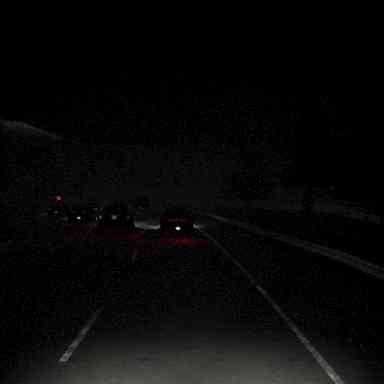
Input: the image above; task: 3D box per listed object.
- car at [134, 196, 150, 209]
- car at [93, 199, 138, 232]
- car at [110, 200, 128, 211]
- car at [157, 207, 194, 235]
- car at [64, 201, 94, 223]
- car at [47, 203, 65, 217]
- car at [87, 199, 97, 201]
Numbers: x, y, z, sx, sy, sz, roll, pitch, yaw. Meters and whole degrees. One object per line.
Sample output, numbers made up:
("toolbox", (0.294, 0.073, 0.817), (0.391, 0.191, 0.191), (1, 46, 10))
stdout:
("car", (-8.244, 1.707, 52.862), (2.150, 2.045, 5.566), (0, -1, -19))
("car", (-4.874, 1.559, 21.844), (2.097, 1.767, 4.553), (0, -1, -7))
("car", (-10.690, 1.953, 48.550), (2.128, 1.511, 4.902), (0, 0, -17))
("car", (-1.005, 1.680, 20.018), (1.837, 1.490, 4.892), (0, 0, -6))
("car", (-9.340, 1.792, 28.545), (1.837, 1.490, 4.892), (1, 0, -10))
("car", (-14.698, 1.907, 36.778), (1.812, 1.442, 4.674), (0, 0, -14))
("car", (-15.905, 1.874, 52.948), (2.097, 1.767, 4.553), (0, -1, -20))
